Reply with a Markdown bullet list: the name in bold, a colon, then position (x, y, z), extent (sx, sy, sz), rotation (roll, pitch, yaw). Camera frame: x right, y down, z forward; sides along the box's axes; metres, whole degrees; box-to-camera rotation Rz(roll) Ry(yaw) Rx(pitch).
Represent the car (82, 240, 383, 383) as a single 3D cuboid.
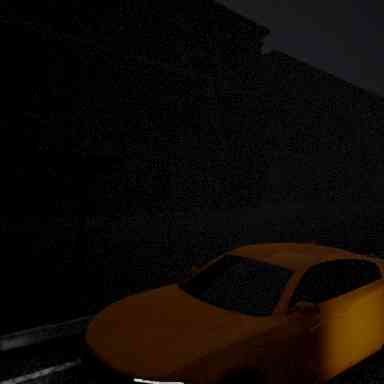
- **car**: position (1.129, 1.481, 4.446), extent (5.008, 1.535, 1.882), rotation (0, 0, -36)
